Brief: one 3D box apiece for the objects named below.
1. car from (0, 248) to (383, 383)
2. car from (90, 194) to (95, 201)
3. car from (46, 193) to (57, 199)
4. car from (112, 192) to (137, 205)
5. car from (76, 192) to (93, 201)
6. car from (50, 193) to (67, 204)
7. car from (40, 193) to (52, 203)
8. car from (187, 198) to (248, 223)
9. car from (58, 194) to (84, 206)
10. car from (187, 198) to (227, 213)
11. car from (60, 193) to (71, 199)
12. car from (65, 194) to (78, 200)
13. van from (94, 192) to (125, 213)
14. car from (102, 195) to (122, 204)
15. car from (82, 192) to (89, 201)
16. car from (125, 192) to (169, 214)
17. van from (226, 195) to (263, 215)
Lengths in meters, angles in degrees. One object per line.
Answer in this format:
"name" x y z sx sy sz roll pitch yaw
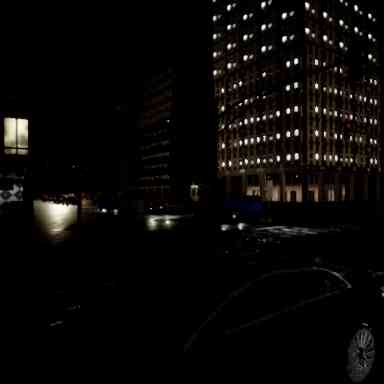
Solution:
"car" 0.305 1.489 3.777 4.902 1.511 2.128 0 0 -35
"car" -11.648 1.319 44.324 1.812 1.442 4.674 -1 1 -34
"car" -36.624 1.044 86.849 1.812 1.442 4.674 -1 1 -34
"car" -10.923 1.021 53.575 2.192 1.841 5.009 0 0 -34
"car" -23.317 0.913 71.942 2.192 1.841 5.009 0 0 -34
"car" -20.967 1.306 53.480 2.008 1.369 4.403 0 0 -34
"car" -27.164 1.284 62.664 1.802 1.307 4.206 0 0 -34
"car" 1.521 1.396 24.776 2.128 1.511 4.902 -1 1 -34
"car" -17.869 1.348 48.889 1.947 1.339 4.313 0 0 -34
"car" 1.488 1.355 35.225 1.887 1.381 4.507 0 0 -34
"car" -32.707 1.041 85.859 1.752 1.417 4.829 0 0 -34
"car" -29.513 1.094 81.127 2.008 1.369 4.403 0 0 -34
"van" -8.574 1.203 35.113 1.690 1.788 3.998 0 0 -34
"car" -14.021 1.224 58.168 1.887 1.381 4.507 0 0 -34
"car" -20.218 1.191 67.352 1.947 1.339 4.313 0 0 -34
"car" -4.418 1.076 33.578 2.150 2.045 5.566 -1 1 -33
"van" 4.661 1.177 30.684 1.690 1.788 3.998 0 0 -34
